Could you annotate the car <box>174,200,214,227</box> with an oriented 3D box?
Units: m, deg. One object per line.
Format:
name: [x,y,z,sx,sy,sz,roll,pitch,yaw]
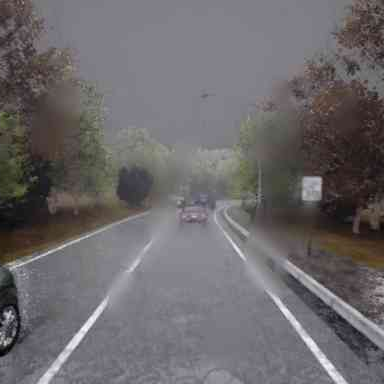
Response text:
car: [0.166,1.504,22.341,2.033,1.411,5.357,0,0,1]

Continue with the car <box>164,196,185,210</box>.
car: [-2.037,1.252,41.581,2.097,1.767,4.553,1,0,8]

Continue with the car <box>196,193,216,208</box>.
car: [1.867,1.164,43.087,2.150,2.045,5.566,1,0,9]

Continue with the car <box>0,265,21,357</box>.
car: [-3.591,1.346,2.967,2.097,1.767,4.553,0,0,1]
